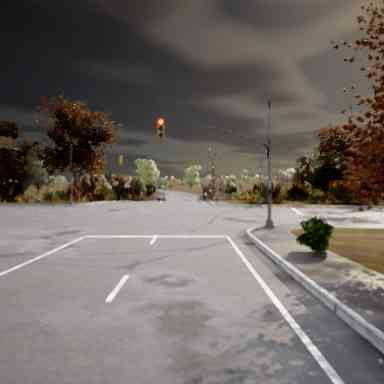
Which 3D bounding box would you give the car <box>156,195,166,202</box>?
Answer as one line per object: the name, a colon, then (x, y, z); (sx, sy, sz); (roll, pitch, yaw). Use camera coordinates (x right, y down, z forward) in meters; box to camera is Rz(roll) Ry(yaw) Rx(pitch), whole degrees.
car: (-7.028, 1.498, 75.744); (1.882, 1.535, 5.008); (0, -2, 0)
